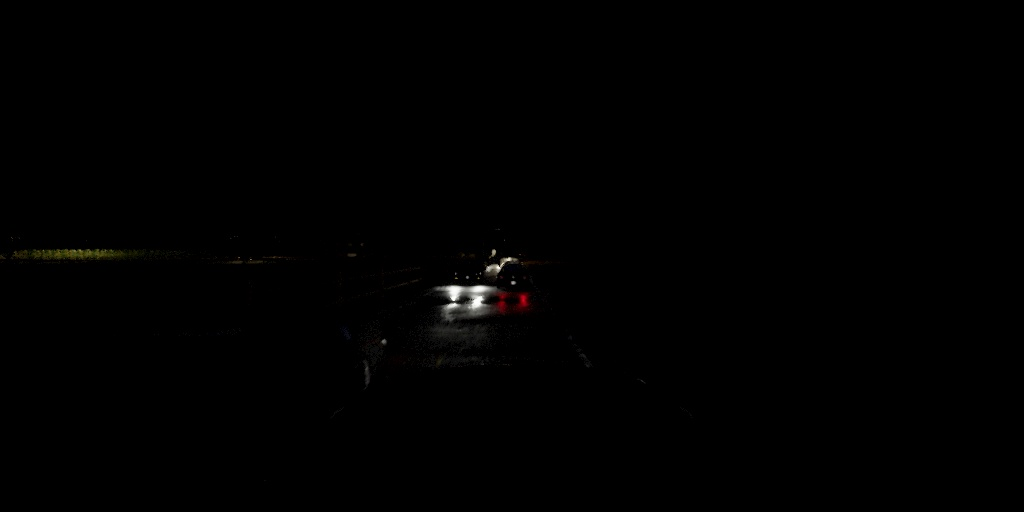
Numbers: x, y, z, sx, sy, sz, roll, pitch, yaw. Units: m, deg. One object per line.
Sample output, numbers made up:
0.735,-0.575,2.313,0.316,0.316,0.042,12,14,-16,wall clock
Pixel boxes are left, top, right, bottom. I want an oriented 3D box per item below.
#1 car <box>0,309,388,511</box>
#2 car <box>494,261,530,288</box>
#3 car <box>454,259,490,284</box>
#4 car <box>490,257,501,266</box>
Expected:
-2.846,1.278,3.315,2.033,1.411,5.357,0,1,0,car
0.074,1.186,21.963,1.895,1.301,4.718,0,0,0,car
-2.739,1.071,24.498,1.837,1.490,4.892,0,0,0,car
-2.749,0.856,57.210,1.812,1.442,4.674,0,0,1,car
